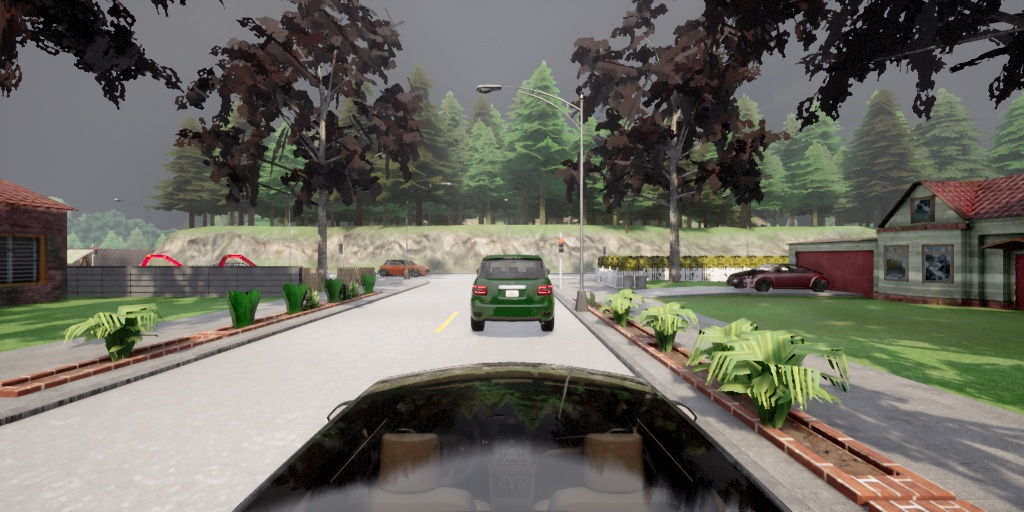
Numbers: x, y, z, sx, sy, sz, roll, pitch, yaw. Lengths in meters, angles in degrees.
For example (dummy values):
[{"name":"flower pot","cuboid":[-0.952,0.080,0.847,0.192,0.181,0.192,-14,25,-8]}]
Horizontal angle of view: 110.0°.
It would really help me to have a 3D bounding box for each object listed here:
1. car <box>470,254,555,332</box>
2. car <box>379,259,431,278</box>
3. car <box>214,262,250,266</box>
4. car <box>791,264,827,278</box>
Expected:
[{"name":"car","cuboid":[0.031,0.971,11.067,2.150,2.045,5.566,0,0,1]},{"name":"car","cuboid":[-9.814,1.101,33.155,4.553,1.767,2.097,0,0,9]},{"name":"car","cuboid":[-25.849,1.276,33.587,4.674,1.442,1.812,0,0,0]},{"name":"car","cuboid":[33.195,0.973,37.693,5.566,2.045,2.150,0,0,0]}]
